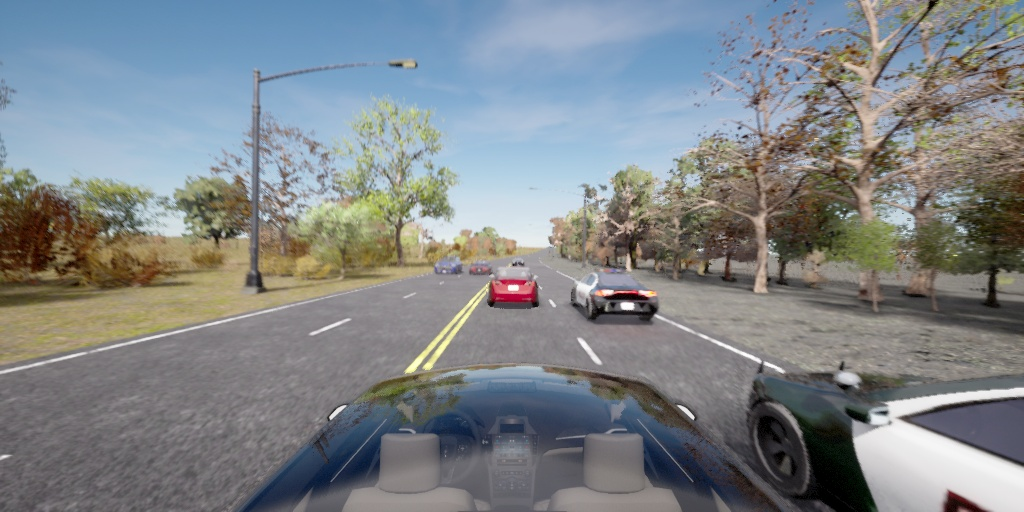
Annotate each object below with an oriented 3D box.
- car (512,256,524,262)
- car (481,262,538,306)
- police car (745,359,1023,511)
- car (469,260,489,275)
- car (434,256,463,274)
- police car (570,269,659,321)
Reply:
[{"bbox_3d":[0.910,1.023,52.677,1.895,1.301,4.718,1,-1,2],"label":"car"},{"bbox_3d":[0.072,1.198,15.488,2.163,1.488,4.792,1,0,1],"label":"car"},{"bbox_3d":[3.251,1.298,1.641,2.038,1.542,4.974,1,0,0],"label":"police car"},{"bbox_3d":[-2.917,1.091,34.284,1.994,1.385,4.181,1,0,2],"label":"car"},{"bbox_3d":[-6.143,0.818,35.106,2.097,1.767,4.553,1,1,1],"label":"car"},{"bbox_3d":[3.295,1.248,12.608,2.038,1.542,4.974,1,0,0],"label":"police car"}]
